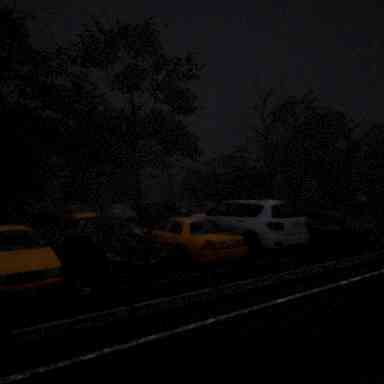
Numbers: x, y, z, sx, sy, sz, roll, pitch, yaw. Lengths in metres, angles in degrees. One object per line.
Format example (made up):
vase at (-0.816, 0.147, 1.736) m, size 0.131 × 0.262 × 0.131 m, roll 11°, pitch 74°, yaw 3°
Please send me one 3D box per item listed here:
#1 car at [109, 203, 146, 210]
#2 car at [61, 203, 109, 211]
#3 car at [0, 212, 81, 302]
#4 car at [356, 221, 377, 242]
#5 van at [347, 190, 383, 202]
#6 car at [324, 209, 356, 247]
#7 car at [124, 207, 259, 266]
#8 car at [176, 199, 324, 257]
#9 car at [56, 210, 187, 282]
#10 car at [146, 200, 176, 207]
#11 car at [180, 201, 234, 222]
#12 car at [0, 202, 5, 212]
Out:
car at (-5.501, 1.595, 24.120) m, size 2.002 × 1.452 × 4.674 m, roll 0°, pitch 0°, yaw -35°
car at (-7.659, 1.540, 22.374) m, size 1.946 × 1.575 × 5.366 m, roll 0°, pitch 0°, yaw -35°
car at (-4.674, 1.521, 8.474) m, size 1.946 × 1.575 × 5.366 m, roll 0°, pitch 0°, yaw -35°
car at (6.580, 1.615, 16.601) m, size 2.163 × 1.488 × 4.792 m, roll 0°, pitch 0°, yaw -35°
van at (23.251, 0.702, 44.564) m, size 1.878 × 1.987 × 4.442 m, roll 0°, pitch 1°, yaw -35°
car at (4.291, 1.573, 15.029) m, size 2.097 × 1.535 × 5.008 m, roll 0°, pitch 0°, yaw -35°
car at (-0.350, 1.545, 11.977) m, size 1.946 × 1.575 × 5.366 m, roll 0°, pitch 0°, yaw -35°
car at (2.010, 1.309, 13.449) m, size 2.435 × 2.045 × 5.566 m, roll 0°, pitch 0°, yaw -35°
car at (-2.516, 1.537, 10.230) m, size 2.231 × 1.521 × 4.892 m, roll 0°, pitch 0°, yaw -35°
car at (-3.221, 1.597, 25.694) m, size 2.163 × 1.488 × 4.792 m, roll 0°, pitch 0°, yaw -35°
car at (1.192, 1.591, 28.836) m, size 2.097 × 1.535 × 5.008 m, roll 0°, pitch 0°, yaw -35°
car at (-12.309, 1.267, 19.357) m, size 2.435 × 2.045 × 5.566 m, roll 0°, pitch 0°, yaw -35°
